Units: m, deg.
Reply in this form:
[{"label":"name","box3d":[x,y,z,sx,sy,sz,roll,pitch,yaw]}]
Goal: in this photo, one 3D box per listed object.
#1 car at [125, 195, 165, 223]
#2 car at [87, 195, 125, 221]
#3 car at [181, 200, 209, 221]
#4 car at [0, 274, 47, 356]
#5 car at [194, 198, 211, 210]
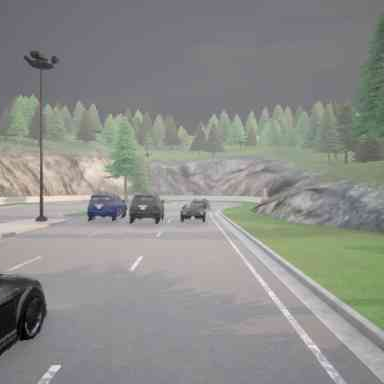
[{"label":"car","box3d":[-3.395,1.222,25.677,2.150,2.045,5.566,0,0,0]},{"label":"car","box3d":[-6.886,1.223,27.395,2.150,2.045,5.566,0,0,1]},{"label":"car","box3d":[0.106,1.601,26.734,1.895,1.301,4.718,0,0,1]},{"label":"car","box3d":[-3.403,1.563,3.854,1.994,1.385,4.181,0,0,0]},{"label":"car","box3d":[1.132,1.491,40.297,2.128,1.511,4.902,0,0,11]}]
